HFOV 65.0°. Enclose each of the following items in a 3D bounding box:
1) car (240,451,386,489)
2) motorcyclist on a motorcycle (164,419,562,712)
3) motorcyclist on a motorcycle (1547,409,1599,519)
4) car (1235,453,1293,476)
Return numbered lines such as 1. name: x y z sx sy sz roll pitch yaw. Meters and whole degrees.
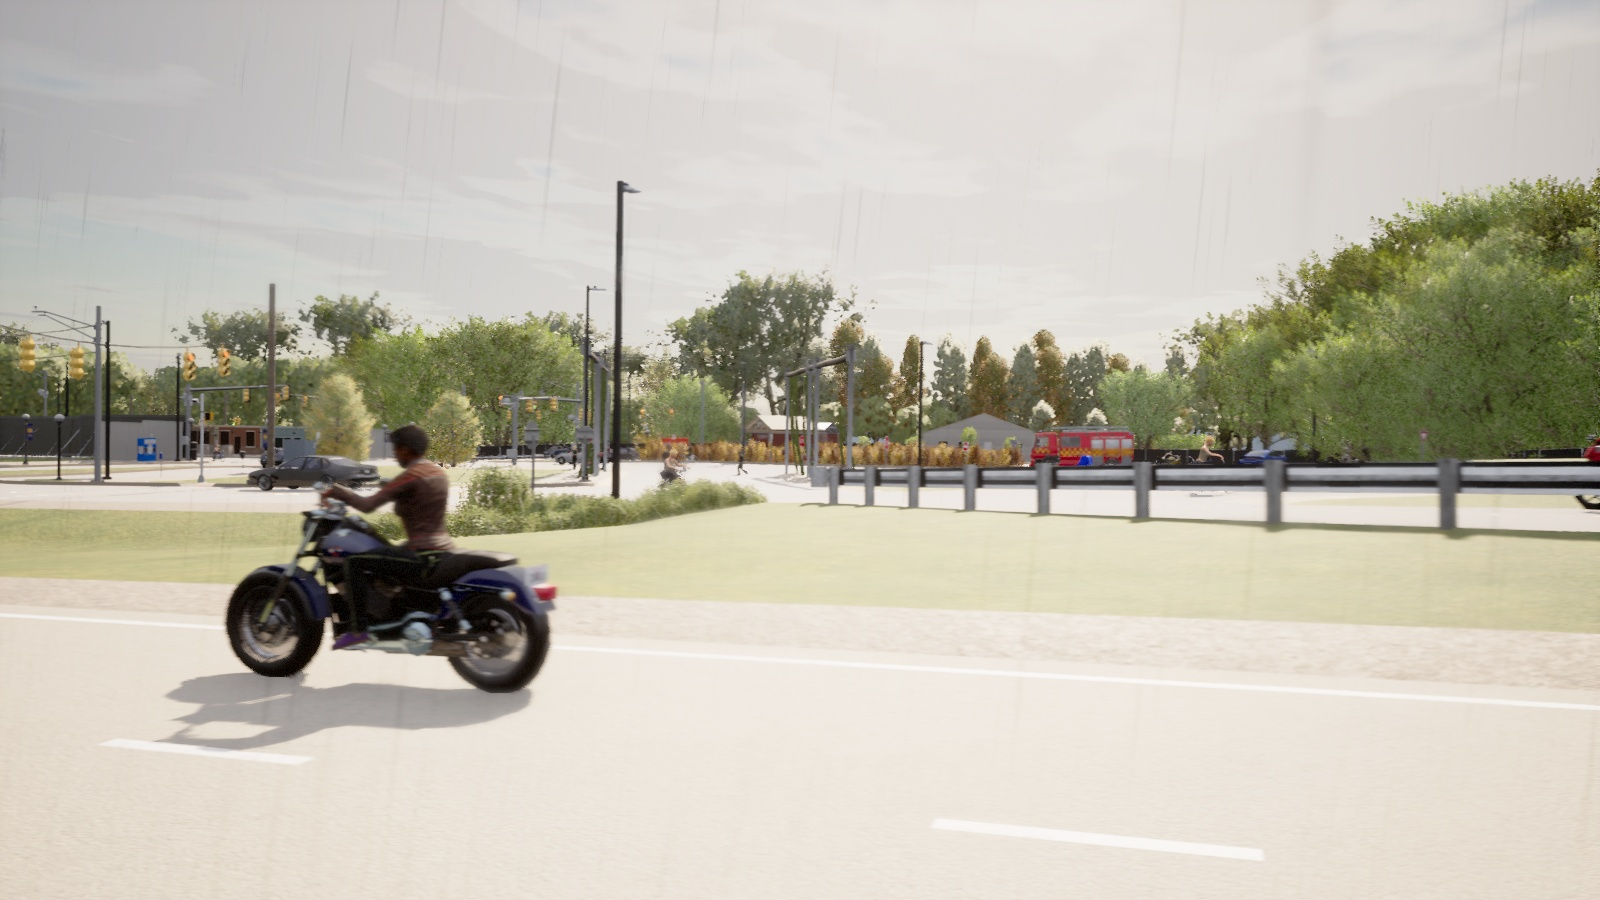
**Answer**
1. car: -19.479 0.764 50.227 5.357 1.411 2.033 0 1 18
2. motorcyclist on a motorcycle: -2.716 0.636 7.799 2.350 1.649 0.766 0 1 19
3. motorcyclist on a motorcycle: 11.610 0.198 17.356 0.797 1.523 2.044 2 -2 -36
4. car: 32.150 0.979 86.953 1.882 1.535 5.008 1 1 43
